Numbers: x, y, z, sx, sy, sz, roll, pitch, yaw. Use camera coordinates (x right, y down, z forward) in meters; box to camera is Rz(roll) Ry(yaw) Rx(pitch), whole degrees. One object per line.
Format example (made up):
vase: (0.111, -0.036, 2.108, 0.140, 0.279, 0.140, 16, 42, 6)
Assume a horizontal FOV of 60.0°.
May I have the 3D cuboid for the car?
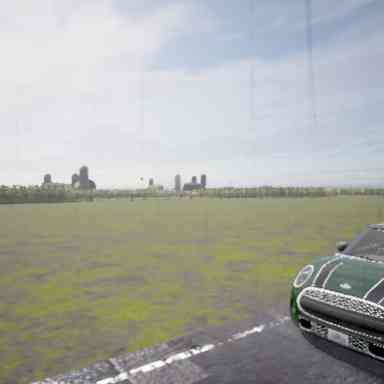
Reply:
car: (3.768, 1.330, 5.745, 4.553, 1.767, 2.097, 0, 0, -36)
